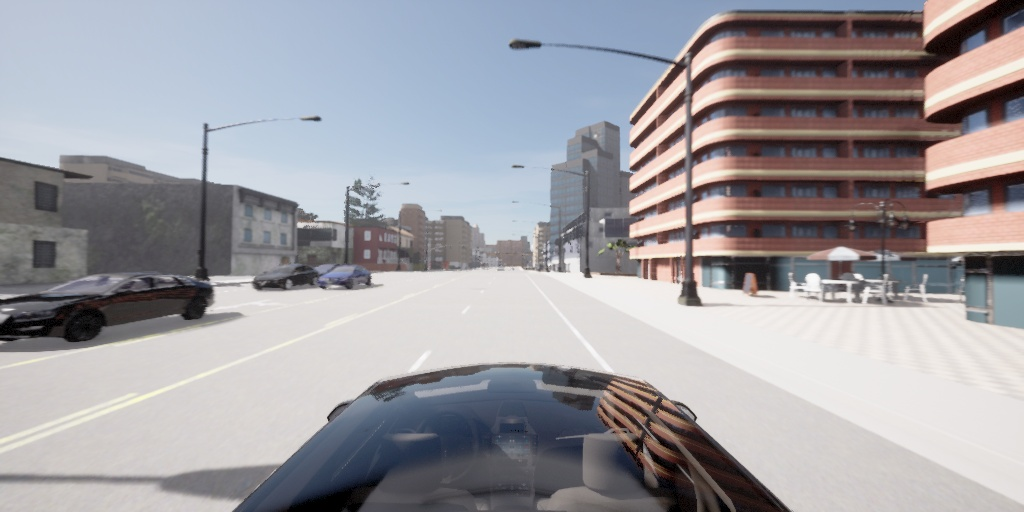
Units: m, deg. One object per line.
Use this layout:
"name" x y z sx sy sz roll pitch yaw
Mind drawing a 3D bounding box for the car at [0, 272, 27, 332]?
"car" -14.101 1.153 7.168 2.128 1.511 4.902 1 0 0

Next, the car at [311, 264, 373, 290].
"car" -10.582 1.310 23.150 1.812 1.442 4.674 1 0 0

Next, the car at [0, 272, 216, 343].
"car" -10.599 1.205 9.662 2.128 1.511 4.902 1 0 0

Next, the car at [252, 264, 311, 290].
"car" -13.997 1.285 22.536 1.837 1.490 4.892 1 1 0
